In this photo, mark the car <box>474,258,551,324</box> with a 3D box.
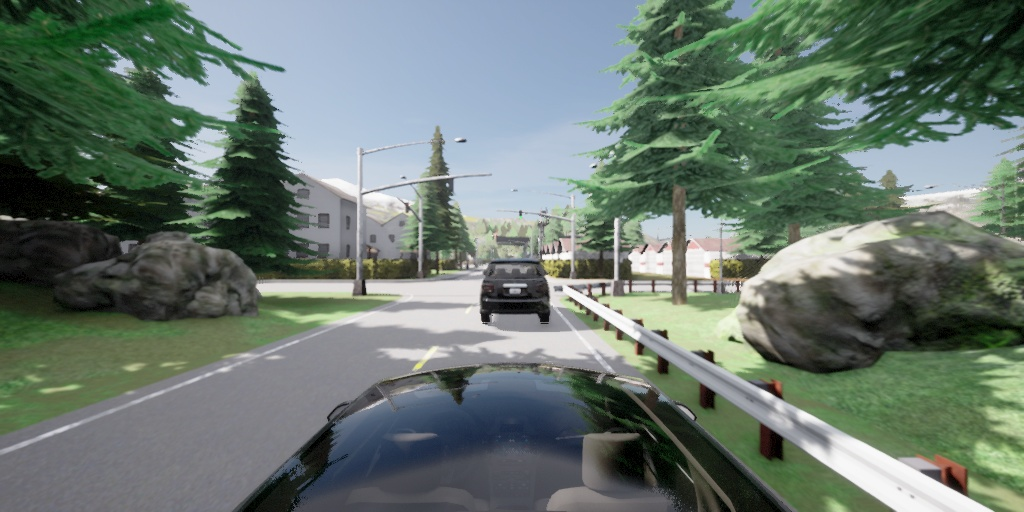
[{"bbox_3d":[0.110,1.107,12.786,2.150,2.045,5.566,0,-1,0],"label":"car"}]
